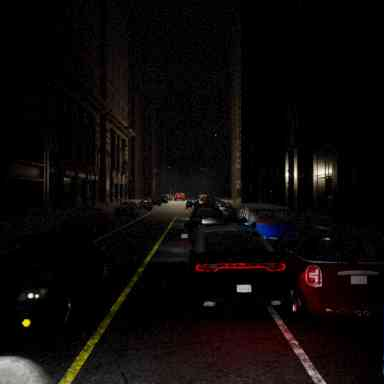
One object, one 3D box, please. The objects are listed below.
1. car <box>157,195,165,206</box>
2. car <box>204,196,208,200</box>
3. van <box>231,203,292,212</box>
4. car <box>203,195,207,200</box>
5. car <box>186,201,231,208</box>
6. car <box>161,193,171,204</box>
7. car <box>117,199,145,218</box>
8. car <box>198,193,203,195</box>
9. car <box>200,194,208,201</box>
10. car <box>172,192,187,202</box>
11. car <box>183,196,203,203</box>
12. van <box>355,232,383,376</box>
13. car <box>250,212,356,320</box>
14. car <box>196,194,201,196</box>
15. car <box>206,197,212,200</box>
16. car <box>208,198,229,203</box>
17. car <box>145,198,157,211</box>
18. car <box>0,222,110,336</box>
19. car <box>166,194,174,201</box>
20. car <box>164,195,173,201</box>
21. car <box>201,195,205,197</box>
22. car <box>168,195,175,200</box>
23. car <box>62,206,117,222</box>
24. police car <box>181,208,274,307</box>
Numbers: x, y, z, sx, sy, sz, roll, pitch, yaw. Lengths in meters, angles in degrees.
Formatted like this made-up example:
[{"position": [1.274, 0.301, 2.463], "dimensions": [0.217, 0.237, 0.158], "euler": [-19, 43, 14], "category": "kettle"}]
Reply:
[{"position": [-5.727, 1.560, 52.310], "dimensions": [1.802, 1.307, 4.206], "euler": [1, 0, 0], "category": "car"}, {"position": [2.772, 1.534, 41.046], "dimensions": [1.887, 1.381, 4.507], "euler": [1, 0, 0], "category": "car"}, {"position": [2.708, 1.342, 12.923], "dimensions": [1.690, 1.788, 3.998], "euler": [1, 0, 0], "category": "van"}, {"position": [2.786, 1.529, 46.671], "dimensions": [1.887, 1.381, 4.507], "euler": [1, 0, 0], "category": "car"}, {"position": [0.784, 1.478, 18.136], "dimensions": [1.882, 1.535, 5.008], "euler": [0, 0, 0], "category": "car"}, {"position": [-5.699, 1.404, 63.559], "dimensions": [1.967, 1.590, 4.097], "euler": [1, 0, 0], "category": "car"}, {"position": [-5.780, 1.547, 29.812], "dimensions": [2.008, 1.369, 4.403], "euler": [1, 0, 0], "category": "car"}, {"position": [2.852, 1.492, 74.795], "dimensions": [1.887, 1.381, 4.507], "euler": [1, 0, 0], "category": "car"}, {"position": [2.866, 1.379, 80.420], "dimensions": [1.967, 1.590, 4.097], "euler": [1, 0, 0], "category": "car"}, {"position": [-2.821, 1.166, 76.696], "dimensions": [2.150, 2.045, 5.566], "euler": [0, 0, 0], "category": "car"}, {"position": [0.136, 1.587, 44.492], "dimensions": [1.895, 1.301, 4.718], "euler": [0, 0, 1], "category": "car"}, {"position": [2.681, 1.341, 1.673], "dimensions": [1.690, 1.788, 3.998], "euler": [1, 0, 0], "category": "van"}, {"position": [2.694, 1.441, 7.298], "dimensions": [1.967, 1.590, 4.097], "euler": [1, 0, 0], "category": "car"}, {"position": [0.135, 1.521, 56.622], "dimensions": [2.033, 1.411, 5.357], "euler": [0, 0, 0], "category": "car"}, {"position": [2.759, 1.538, 35.422], "dimensions": [1.887, 1.381, 4.507], "euler": [1, 0, 0], "category": "car"}, {"position": [2.746, 1.547, 29.797], "dimensions": [2.008, 1.369, 4.403], "euler": [1, 0, 0], "category": "car"}, {"position": [-5.754, 1.514, 40.891], "dimensions": [1.752, 1.417, 4.829], "euler": [1, 0, 0], "category": "car"}, {"position": [-3.086, 1.565, 6.752], "dimensions": [1.994, 1.385, 4.181], "euler": [0, 0, 0], "category": "car"}, {"position": [-5.646, 1.370, 86.056], "dimensions": [1.967, 1.590, 4.097], "euler": [1, 0, 0], "category": "car"}, {"position": [-5.661, 1.505, 80.432], "dimensions": [1.947, 1.339, 4.313], "euler": [1, 0, 0], "category": "car"}, {"position": [2.799, 1.523, 52.296], "dimensions": [1.887, 1.381, 4.507], "euler": [1, 0, 0], "category": "car"}, {"position": [-5.634, 1.447, 91.511], "dimensions": [1.752, 1.417, 4.829], "euler": [1, 0, 0], "category": "car"}, {"position": [-5.806, 1.544, 18.563], "dimensions": [1.887, 1.381, 4.507], "euler": [1, 0, 0], "category": "car"}, {"position": [0.772, 1.427, 8.209], "dimensions": [1.930, 1.638, 5.238], "euler": [0, 0, -2], "category": "police car"}]
